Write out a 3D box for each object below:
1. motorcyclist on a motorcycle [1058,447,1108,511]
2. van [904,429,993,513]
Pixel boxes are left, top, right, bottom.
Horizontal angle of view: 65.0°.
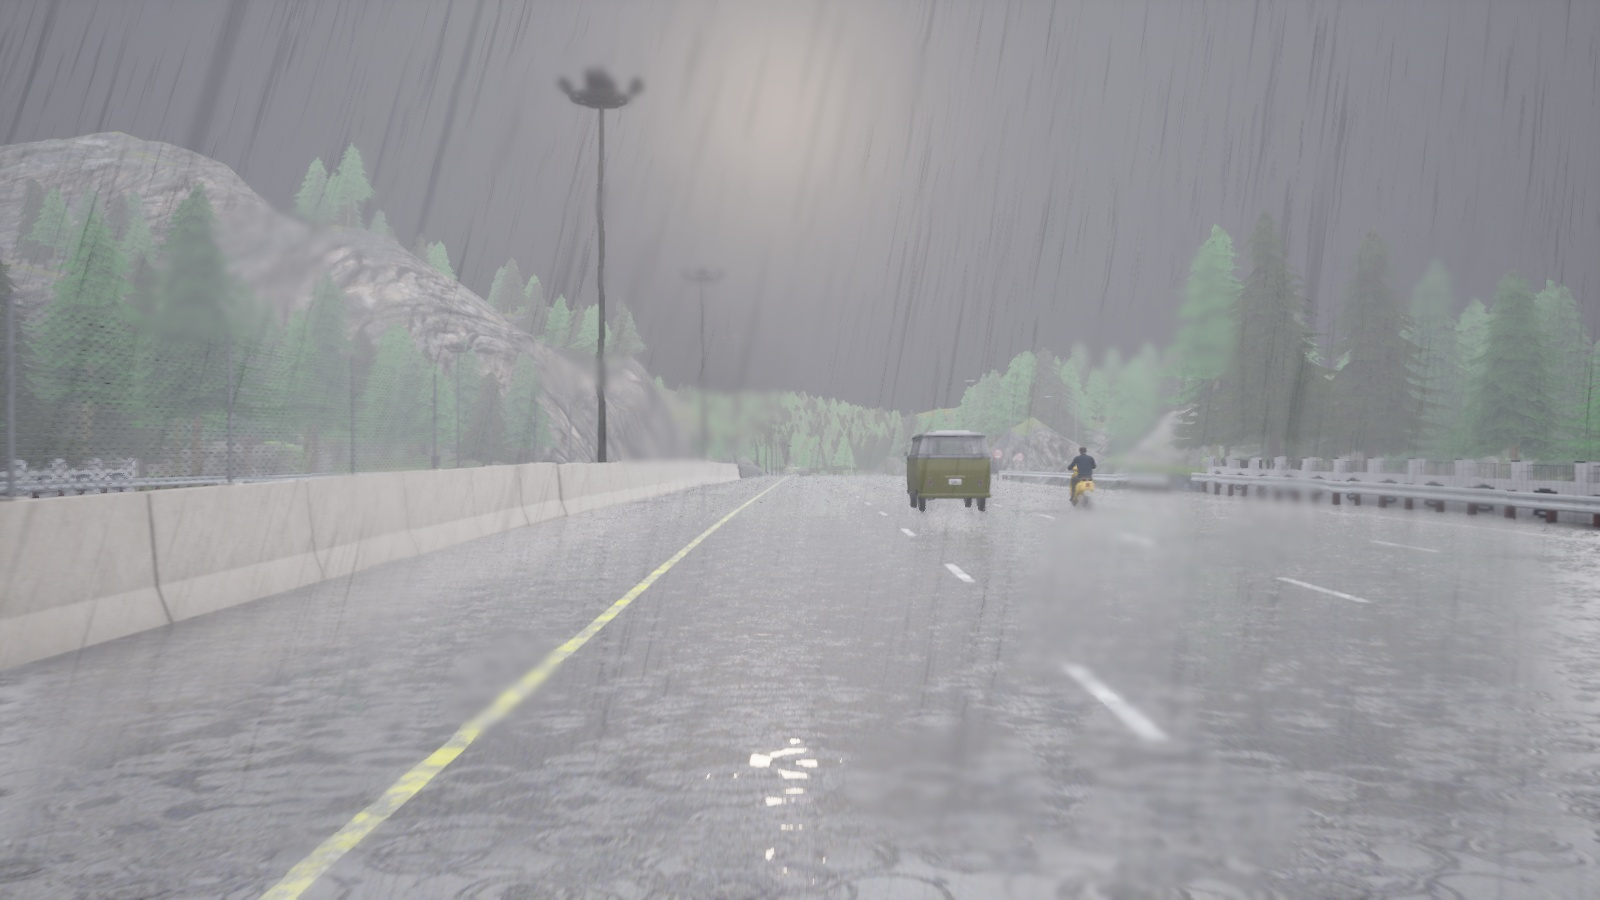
[{"bbox_3d":[7.198,0.725,32.047,0.866,1.590,1.817,0,-1,0],"label":"motorcyclist on a motorcycle"},{"bbox_3d":[3.697,0.520,31.967,1.775,1.987,4.442,0,-1,0],"label":"van"}]
